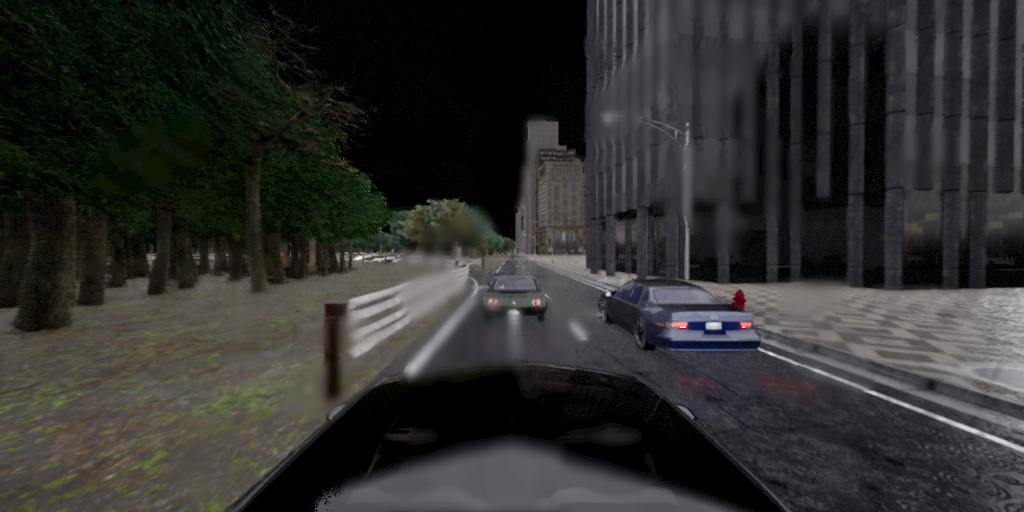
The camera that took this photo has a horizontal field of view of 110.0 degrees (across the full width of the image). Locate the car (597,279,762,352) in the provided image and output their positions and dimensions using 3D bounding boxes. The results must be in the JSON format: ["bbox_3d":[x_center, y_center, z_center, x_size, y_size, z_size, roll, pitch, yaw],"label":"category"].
[{"bbox_3d":[3.585,1.279,8.871,2.033,1.411,5.357,0,0,0],"label":"car"}]

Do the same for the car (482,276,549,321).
[{"bbox_3d":[0.086,1.323,12.257,1.895,1.301,4.718,0,0,0],"label":"car"}]
